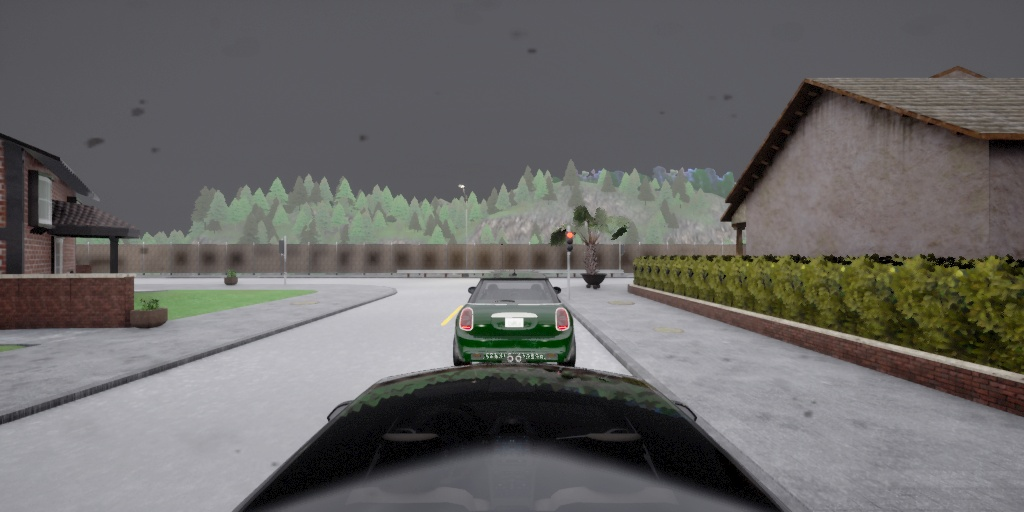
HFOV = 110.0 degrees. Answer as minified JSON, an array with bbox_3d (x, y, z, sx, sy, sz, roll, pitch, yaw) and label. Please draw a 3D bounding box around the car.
[{"bbox_3d":[0.057,1.102,7.953,2.097,1.767,4.553,0,0,0],"label":"car"}]
